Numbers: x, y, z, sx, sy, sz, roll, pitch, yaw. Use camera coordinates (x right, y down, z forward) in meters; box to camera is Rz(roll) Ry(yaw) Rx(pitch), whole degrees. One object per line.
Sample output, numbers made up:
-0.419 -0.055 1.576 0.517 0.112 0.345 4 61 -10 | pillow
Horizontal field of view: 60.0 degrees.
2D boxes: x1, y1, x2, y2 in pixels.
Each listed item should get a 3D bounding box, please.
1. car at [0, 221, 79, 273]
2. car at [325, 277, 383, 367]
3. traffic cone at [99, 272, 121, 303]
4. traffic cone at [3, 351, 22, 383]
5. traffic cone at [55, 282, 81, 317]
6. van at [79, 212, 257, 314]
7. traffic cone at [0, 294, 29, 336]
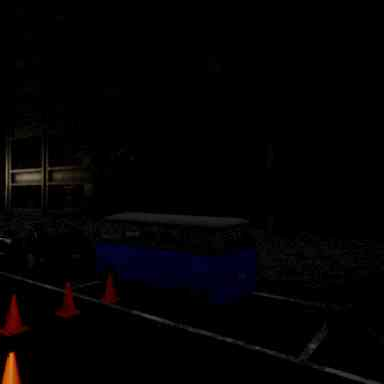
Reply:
-5.096 1.609 10.800 4.403 1.369 2.008 0 0 36 | car
4.032 1.594 4.184 4.403 1.369 2.008 0 0 36 | car
-1.748 1.999 7.090 0.340 0.580 0.340 0 0 36 | traffic cone
-1.889 1.975 3.487 0.340 0.580 0.340 0 0 36 | traffic cone
-2.334 1.992 6.280 0.340 0.580 0.340 0 0 36 | traffic cone
-0.531 1.392 7.493 3.998 1.788 1.690 0 0 36 | van
-2.921 1.985 5.471 0.340 0.580 0.340 0 0 36 | traffic cone
